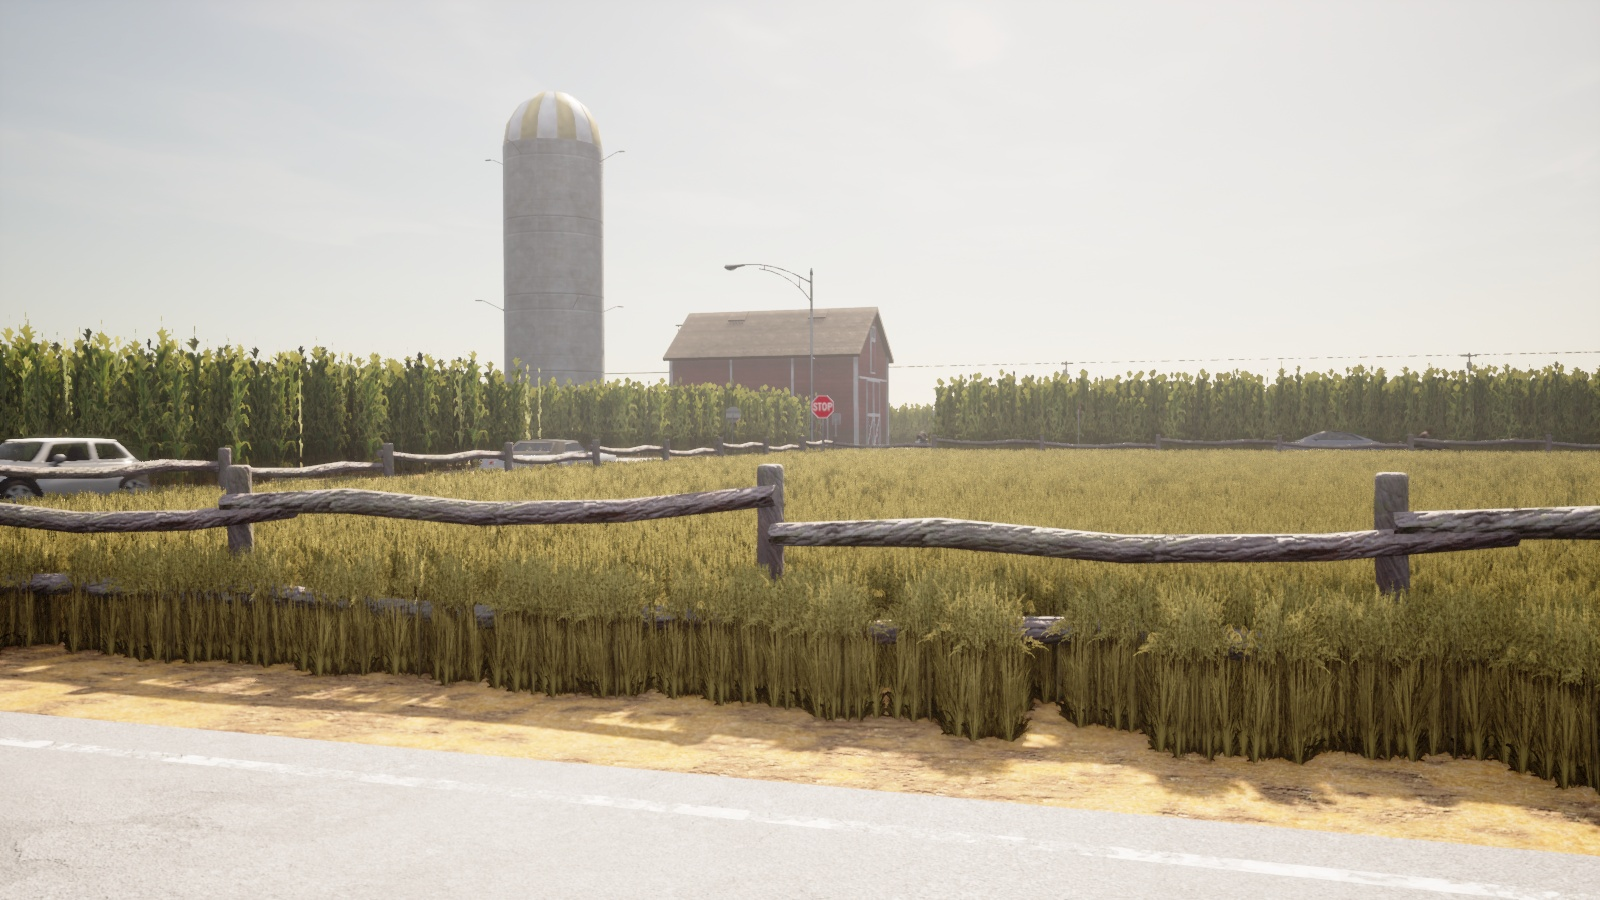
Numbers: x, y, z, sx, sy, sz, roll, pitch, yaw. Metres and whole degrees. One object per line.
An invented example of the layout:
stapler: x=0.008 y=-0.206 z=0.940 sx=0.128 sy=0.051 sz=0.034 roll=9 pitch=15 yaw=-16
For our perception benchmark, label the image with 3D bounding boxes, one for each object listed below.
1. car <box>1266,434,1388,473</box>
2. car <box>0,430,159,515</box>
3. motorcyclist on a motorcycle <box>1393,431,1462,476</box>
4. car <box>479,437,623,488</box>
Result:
car: x=20.156 y=0.096 z=48.230 sx=4.181 sy=1.385 sz=1.994 roll=1 pitch=1 yaw=19
car: x=-14.294 y=0.363 z=23.472 sx=1.970 sy=1.475 sz=3.806 roll=1 pitch=1 yaw=19
motorcyclist on a motorcycle: x=22.107 y=0.108 z=44.284 sx=2.044 sy=1.523 sz=0.797 roll=1 pitch=1 yaw=19
car: x=-6.932 y=0.298 z=35.555 sx=1.895 sy=1.301 sz=4.718 roll=1 pitch=1 yaw=19
